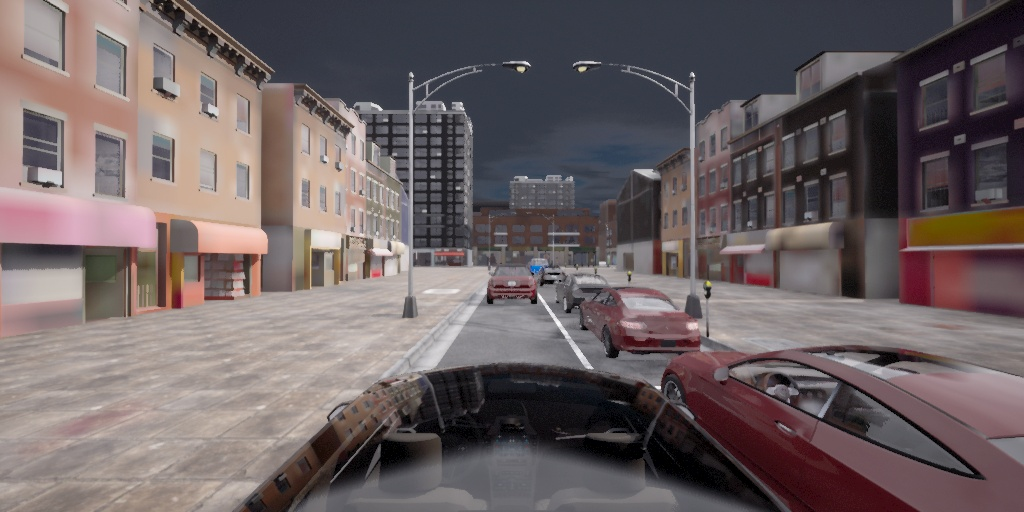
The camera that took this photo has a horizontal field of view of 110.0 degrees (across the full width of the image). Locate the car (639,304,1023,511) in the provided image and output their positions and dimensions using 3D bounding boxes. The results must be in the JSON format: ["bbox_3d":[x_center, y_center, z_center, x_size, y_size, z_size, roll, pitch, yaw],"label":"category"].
[{"bbox_3d":[2.638,1.331,2.689,1.802,1.307,4.207,0,0,0],"label":"car"}]

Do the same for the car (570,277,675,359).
[{"bbox_3d":[2.638,1.333,8.127,1.802,1.307,4.207,0,0,0],"label":"car"}]

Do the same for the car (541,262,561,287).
[{"bbox_3d":[2.638,1.330,24.439,1.948,1.339,4.313,0,0,0],"label":"car"}]

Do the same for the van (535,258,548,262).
[{"bbox_3d":[2.638,1.120,35.314,1.690,1.789,3.998,0,0,0],"label":"van"}]

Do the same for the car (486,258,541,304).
[{"bbox_3d":[0.000,1.124,16.470,2.097,1.767,4.553,0,0,0],"label":"car"}]

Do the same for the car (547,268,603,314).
[{"bbox_3d":[2.638,1.305,13.564,2.007,1.370,4.403,0,0,0],"label":"car"}]
